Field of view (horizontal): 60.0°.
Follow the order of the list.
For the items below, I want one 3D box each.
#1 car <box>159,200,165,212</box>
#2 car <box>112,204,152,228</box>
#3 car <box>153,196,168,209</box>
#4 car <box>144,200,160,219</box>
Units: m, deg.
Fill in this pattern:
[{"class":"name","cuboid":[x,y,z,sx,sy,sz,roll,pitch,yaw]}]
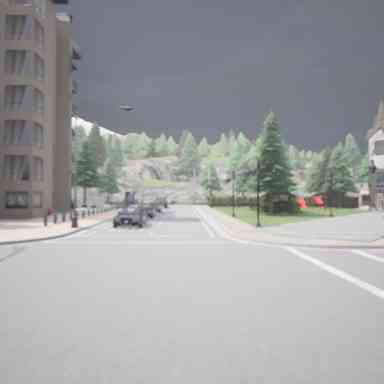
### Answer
[{"class":"car","cuboid":[-4.887,2.003,43.138,1.895,1.301,4.718,0,-1,-2]},{"class":"car","cuboid":[-4.328,1.778,23.807,1.994,1.385,4.181,0,-1,0]},{"class":"car","cuboid":[-5.185,1.747,55.683,2.150,2.045,5.566,0,-1,-1]},{"class":"car","cuboid":[-4.610,1.852,33.133,2.033,1.411,5.357,0,-1,-2]}]
